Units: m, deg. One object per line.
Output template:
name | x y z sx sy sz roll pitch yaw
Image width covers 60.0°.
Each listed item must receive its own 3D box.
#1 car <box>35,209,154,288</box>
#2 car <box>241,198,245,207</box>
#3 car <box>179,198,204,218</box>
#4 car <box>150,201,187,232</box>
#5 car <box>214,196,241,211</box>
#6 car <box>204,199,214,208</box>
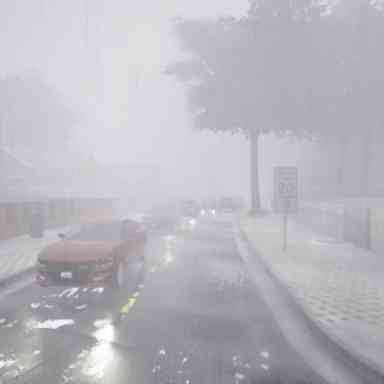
car | -2.504 1.470 9.451 1.882 1.535 5.008 0 0 3
car | 6.834 1.378 51.209 2.097 1.767 4.553 1 0 16
car | -0.442 1.355 29.875 2.097 1.767 4.553 0 0 9
car | -1.708 1.498 20.033 1.837 1.490 4.892 0 0 6
car | 4.502 1.384 41.569 2.097 1.767 4.553 1 0 13
car | 2.627 1.610 45.816 1.895 1.301 4.718 1 0 13
